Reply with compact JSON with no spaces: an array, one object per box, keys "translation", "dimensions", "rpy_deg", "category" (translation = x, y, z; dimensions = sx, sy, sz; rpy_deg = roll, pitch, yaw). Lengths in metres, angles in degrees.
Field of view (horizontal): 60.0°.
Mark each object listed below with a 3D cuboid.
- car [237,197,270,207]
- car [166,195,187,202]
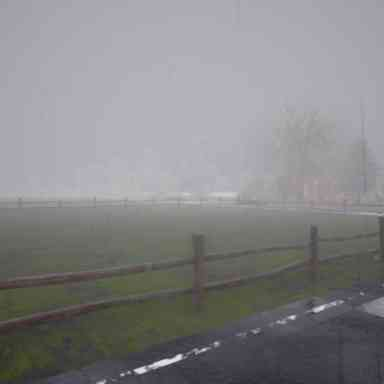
[{"translation":[8.318,1.351,45.290],"dimensions":[1.895,1.301,4.718],"rpy_deg":[-1,1,-35],"category":"car"},{"translation":[-2.809,1.223,61.151],"dimensions":[1.895,1.301,4.718],"rpy_deg":[-1,1,-35],"category":"car"}]
